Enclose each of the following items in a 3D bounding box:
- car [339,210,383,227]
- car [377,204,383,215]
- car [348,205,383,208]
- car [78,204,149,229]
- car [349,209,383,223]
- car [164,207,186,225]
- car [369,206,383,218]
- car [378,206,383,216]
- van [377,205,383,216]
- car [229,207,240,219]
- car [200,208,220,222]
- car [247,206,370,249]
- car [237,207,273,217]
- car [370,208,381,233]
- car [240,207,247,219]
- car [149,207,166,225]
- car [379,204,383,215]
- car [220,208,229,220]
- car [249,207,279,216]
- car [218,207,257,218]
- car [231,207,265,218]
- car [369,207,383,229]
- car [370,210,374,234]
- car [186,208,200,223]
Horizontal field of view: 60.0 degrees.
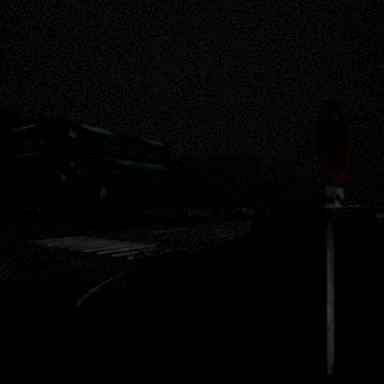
[{"bbox_3d":[18.243,2.768,34.995,4.792,1.488,2.163,1,-1,16],"label":"car"},{"bbox_3d":[39.320,3.517,64.490,5.566,2.045,2.435,1,-1,15],"label":"car"},{"bbox_3d":[16.496,2.402,32.539,5.566,2.045,2.435,1,-1,16],"label":"car"},{"bbox_3d":[-6.999,2.036,28.807,5.566,2.045,2.435,-1,-2,16],"label":"car"},{"bbox_3d":[21.779,2.913,39.920,4.892,1.521,2.231,1,-1,16],"label":"car"},{"bbox_3d":[-3.538,2.456,33.615,4.892,1.521,2.231,-1,-2,16],"label":"car"},{"bbox_3d":[30.539,3.216,52.211,4.553,1.767,2.185,1,-1,16],"label":"car"},{"bbox_3d":[37.619,3.559,62.018,4.553,1.767,2.185,1,-1,15],"label":"car"},{"bbox_3d":[35.950,3.375,59.549,4.442,1.987,1.878,1,-1,16],"label":"van"},{"bbox_3d":[3.314,2.822,43.240,4.792,1.488,2.163,-1,-2,16],"label":"car"},{"bbox_3d":[0.084,2.619,38.384,5.366,1.575,1.946,-1,-2,15],"label":"car"},{"bbox_3d":[6.018,1.886,17.786,5.566,2.045,2.435,1,-1,16],"label":"car"},{"bbox_3d":[10.039,3.128,52.907,5.366,1.575,1.946,-1,-2,16],"label":"car"},{"bbox_3d":[11.284,2.270,25.145,4.553,1.767,2.185,1,-1,16],"label":"car"},{"bbox_3d":[5.059,2.876,45.638,5.008,1.535,2.097,-1,-2,16],"label":"car"},{"bbox_3d":[-5.252,2.411,31.204,4.674,1.452,2.002,-1,-2,15],"label":"car"},{"bbox_3d":[41.131,3.603,66.956,5.566,2.045,2.435,1,-1,16],"label":"car"},{"bbox_3d":[1.619,2.709,40.829,4.892,1.521,2.231,-1,-2,16],"label":"car"},{"bbox_3d":[11.966,3.243,55.272,4.792,1.488,2.163,0,-2,15],"label":"car"},{"bbox_3d":[6.601,2.959,48.094,5.366,1.575,1.946,-1,-2,16],"label":"car"},{"bbox_3d":[8.502,3.045,50.462,5.008,1.535,2.097,-1,-2,15],"label":"car"},{"bbox_3d":[13.038,2.356,27.611,4.553,1.767,2.185,1,-1,16],"label":"car"},{"bbox_3d":[9.470,2.183,22.709,4.553,1.767,2.185,1,-1,15],"label":"car"},{"bbox_3d":[-1.844,2.414,36.034,4.553,1.767,2.185,-1,-2,16],"label":"car"}]
